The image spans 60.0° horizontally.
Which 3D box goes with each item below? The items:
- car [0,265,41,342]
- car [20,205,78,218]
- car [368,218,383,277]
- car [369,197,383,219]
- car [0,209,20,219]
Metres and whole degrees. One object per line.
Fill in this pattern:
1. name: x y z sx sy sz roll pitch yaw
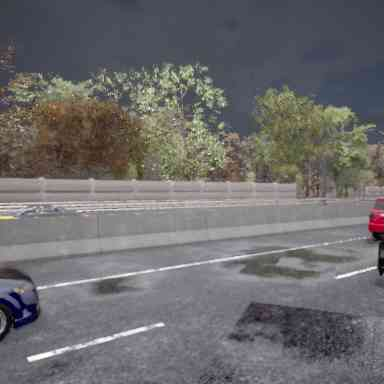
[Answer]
1. car: -4.520 1.564 4.822 4.181 1.385 1.994 0 0 -35
2. car: -9.017 1.493 19.046 4.902 1.511 2.128 0 0 -35
3. car: 6.715 1.480 8.527 5.008 1.535 1.882 0 0 -35
4. car: 10.420 1.227 15.472 5.566 2.045 2.150 0 0 -35
5. car: -10.241 1.478 13.881 5.008 1.535 1.882 0 0 -35
